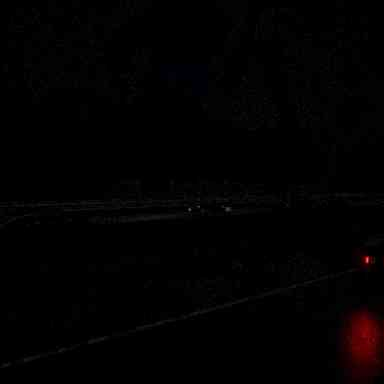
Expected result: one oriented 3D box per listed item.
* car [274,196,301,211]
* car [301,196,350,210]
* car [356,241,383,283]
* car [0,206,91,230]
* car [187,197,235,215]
[{"bbox_3d":[10.221,1.154,32.784,5.008,1.535,1.882,-1,1,-35],"label":"car"},{"bbox_3d":[12.335,1.180,29.992,4.892,1.490,1.837,-1,1,-35],"label":"car"},{"bbox_3d":[6.092,1.505,8.096,4.718,1.301,1.895,-1,0,-36],"label":"car"},{"bbox_3d":[-6.216,1.473,12.456,4.902,1.511,2.128,-1,0,-36],"label":"car"},{"bbox_3d":[1.786,1.273,31.065,4.902,1.511,2.128,-1,1,-35],"label":"car"}]
